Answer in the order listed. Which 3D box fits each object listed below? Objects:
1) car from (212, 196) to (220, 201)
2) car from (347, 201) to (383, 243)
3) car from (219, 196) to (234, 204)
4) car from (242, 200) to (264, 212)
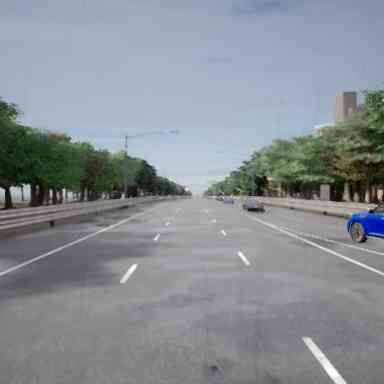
[{"bbox_3d":[7.224,1.834,89.509,1.994,1.385,4.181,0,-1,0],"label":"car"},{"bbox_3d":[8.587,1.239,13.093,2.150,2.045,5.566,0,0,-10],"label":"car"},{"bbox_3d":[7.094,1.619,65.381,2.033,1.411,5.357,0,0,0],"label":"car"},{"bbox_3d":[7.035,1.580,38.671,1.994,1.385,4.181,0,0,0],"label":"car"}]
